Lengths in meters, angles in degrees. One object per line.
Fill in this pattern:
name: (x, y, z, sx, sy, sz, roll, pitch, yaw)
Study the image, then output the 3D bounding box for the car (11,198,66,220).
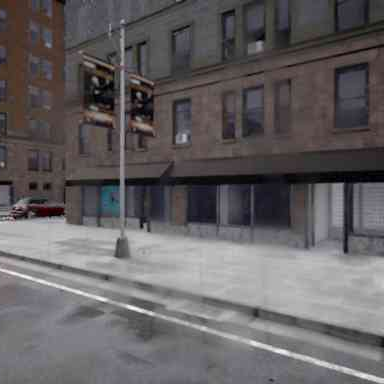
car: (-11.681, 1.235, 26.372, 2.097, 1.767, 4.553, 0, 0, 36)
